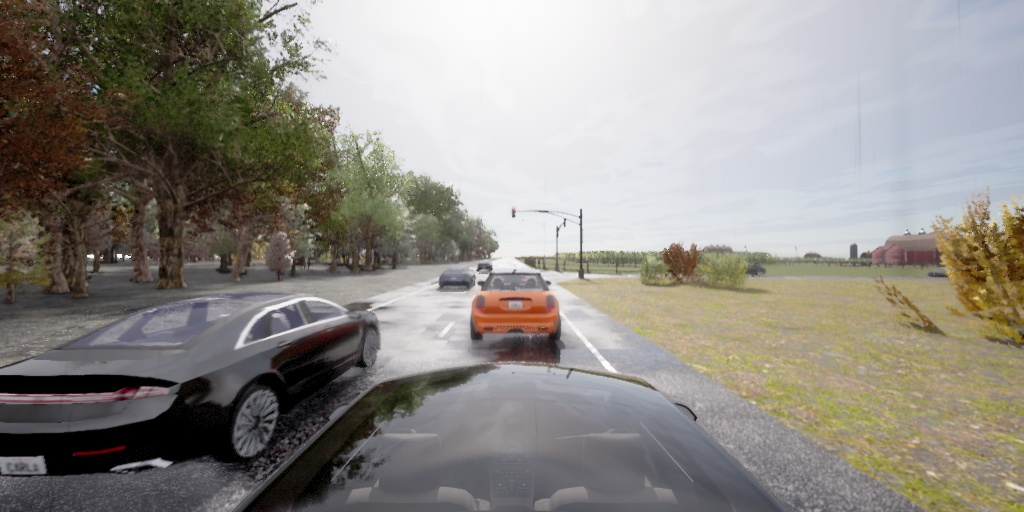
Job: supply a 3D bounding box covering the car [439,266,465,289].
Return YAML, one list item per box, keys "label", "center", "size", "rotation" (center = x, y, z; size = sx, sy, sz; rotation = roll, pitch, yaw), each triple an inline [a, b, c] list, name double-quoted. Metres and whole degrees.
- label: "car"
  center: [-3.476, 1.318, 23.428]
  size: [1.994, 1.385, 4.181]
  rotation: [0, 0, 0]

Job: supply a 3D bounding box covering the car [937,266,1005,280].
- label: "car"
  center: [48.858, 1.771, 37.798]
  size: [4.902, 1.511, 2.128]
  rotation: [1, -1, 1]

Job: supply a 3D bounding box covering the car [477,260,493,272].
- label: "car"
  center: [-3.560, 1.280, 47.877]
  size: [1.812, 1.442, 4.674]
  rotation: [0, 0, 0]

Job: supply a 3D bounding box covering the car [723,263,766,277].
- label: "car"
  center: [26.614, 1.602, 41.449]
  size: [4.892, 1.490, 1.837]
  rotation: [1, -1, 0]

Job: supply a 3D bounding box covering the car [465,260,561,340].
- label: "car"
  center: [0.073, 1.104, 10.089]
  size: [2.097, 1.767, 4.553]
  rotation: [0, 0, 0]

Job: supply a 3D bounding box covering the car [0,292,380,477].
- label: "car"
  center: [-3.410, 1.242, 4.918]
  size: [2.128, 1.511, 4.902]
  rotation: [0, 0, 0]
